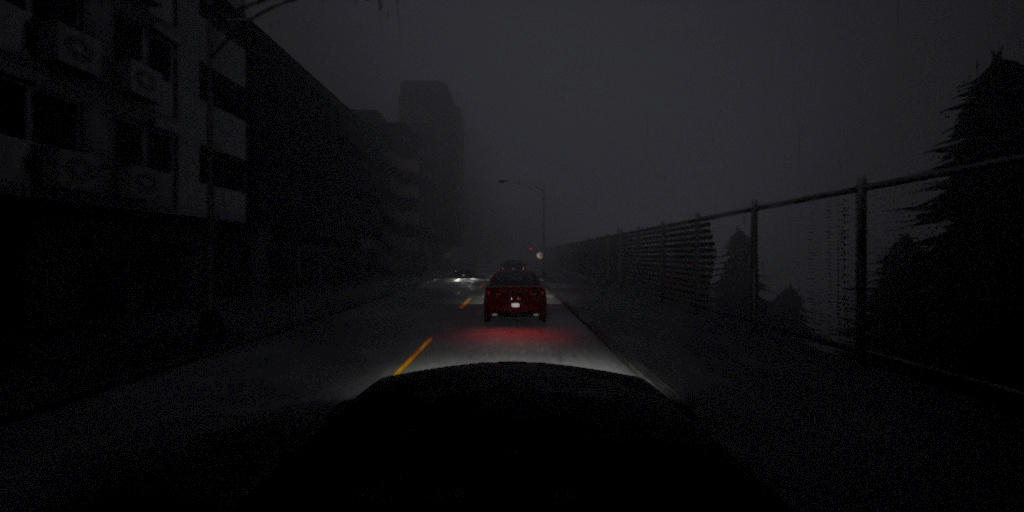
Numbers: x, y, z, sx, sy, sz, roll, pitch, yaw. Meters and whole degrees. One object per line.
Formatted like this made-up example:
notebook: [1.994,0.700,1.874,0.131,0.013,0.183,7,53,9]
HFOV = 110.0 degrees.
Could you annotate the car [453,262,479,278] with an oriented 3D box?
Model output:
car: [-4.097,1.222,32.955,2.033,1.411,5.357,0,0,0]

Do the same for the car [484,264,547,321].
car: [0.100,1.202,12.449,1.882,1.535,5.008,0,0,0]

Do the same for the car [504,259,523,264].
car: [0.101,1.033,30.077,2.097,1.767,4.553,0,0,0]
